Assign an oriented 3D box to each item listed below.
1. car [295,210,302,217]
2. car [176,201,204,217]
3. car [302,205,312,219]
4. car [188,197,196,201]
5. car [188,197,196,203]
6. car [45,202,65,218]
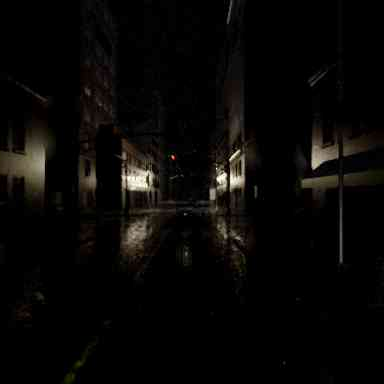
[{"bbox_3d":[12.421,1.810,32.021,4.829,1.417,1.752,0,0,1],"label":"car"},{"bbox_3d":[-0.067,1.919,35.011,1.895,1.301,4.718,0,0,16],"label":"car"},{"bbox_3d":[13.123,1.488,29.449,5.566,2.045,2.150,0,0,1],"label":"car"},{"bbox_3d":[-0.004,2.170,74.609,1.812,1.442,4.674,0,0,0],"label":"car"},{"bbox_3d":[-0.005,2.112,84.612,1.837,1.490,4.892,0,0,0],"label":"car"},{"bbox_3d":[-14.603,1.721,32.302,4.097,1.590,1.967,0,0,1],"label":"car"}]
